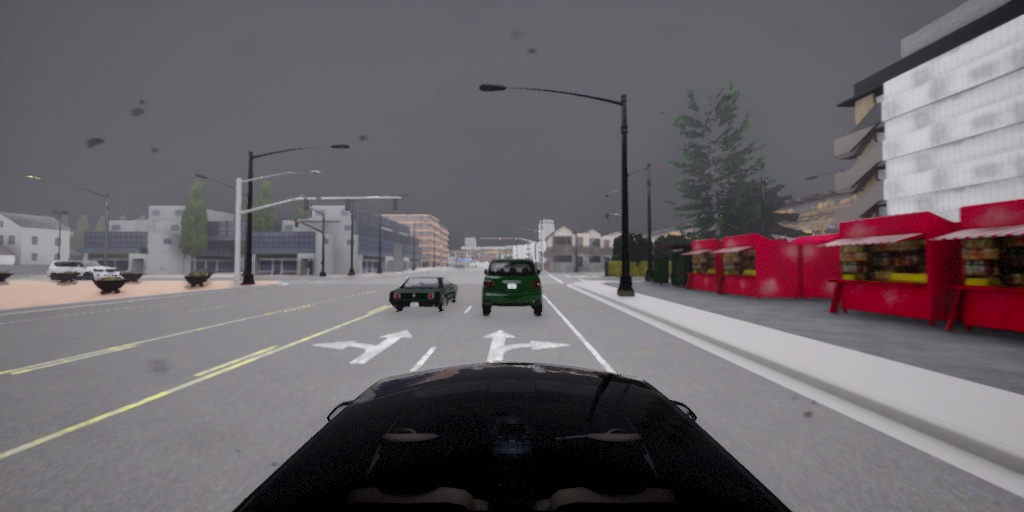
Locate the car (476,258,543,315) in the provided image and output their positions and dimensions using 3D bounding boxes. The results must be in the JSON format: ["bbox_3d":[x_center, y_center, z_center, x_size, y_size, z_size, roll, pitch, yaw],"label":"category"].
[{"bbox_3d":[0.011,1.115,14.466,2.150,2.045,5.566,0,0,0],"label":"car"}]

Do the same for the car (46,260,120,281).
[{"bbox_3d":[-42.512,1.456,35.601,5.566,2.045,2.150,0,-1,1],"label":"car"}]

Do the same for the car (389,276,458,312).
[{"bbox_3d":[-3.484,1.500,15.106,1.895,1.301,4.718,0,-1,0],"label":"car"}]
